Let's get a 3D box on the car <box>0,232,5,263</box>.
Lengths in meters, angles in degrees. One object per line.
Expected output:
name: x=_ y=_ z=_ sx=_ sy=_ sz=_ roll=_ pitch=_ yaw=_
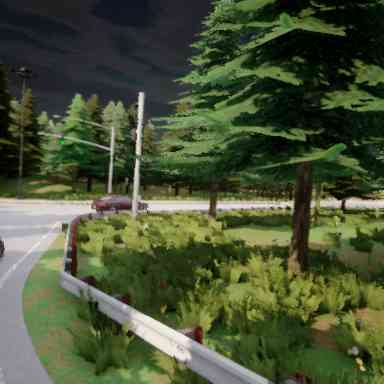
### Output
car: x=-6.016 y=1.429 z=8.330 sx=1.812 sy=1.442 sz=4.674 roll=3 pitch=0 yaw=-22

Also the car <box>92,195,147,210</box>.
car: x=-5.580 y=0.959 z=26.257 sx=1.812 sy=1.442 sz=4.674 roll=5 pitch=3 yaw=43
